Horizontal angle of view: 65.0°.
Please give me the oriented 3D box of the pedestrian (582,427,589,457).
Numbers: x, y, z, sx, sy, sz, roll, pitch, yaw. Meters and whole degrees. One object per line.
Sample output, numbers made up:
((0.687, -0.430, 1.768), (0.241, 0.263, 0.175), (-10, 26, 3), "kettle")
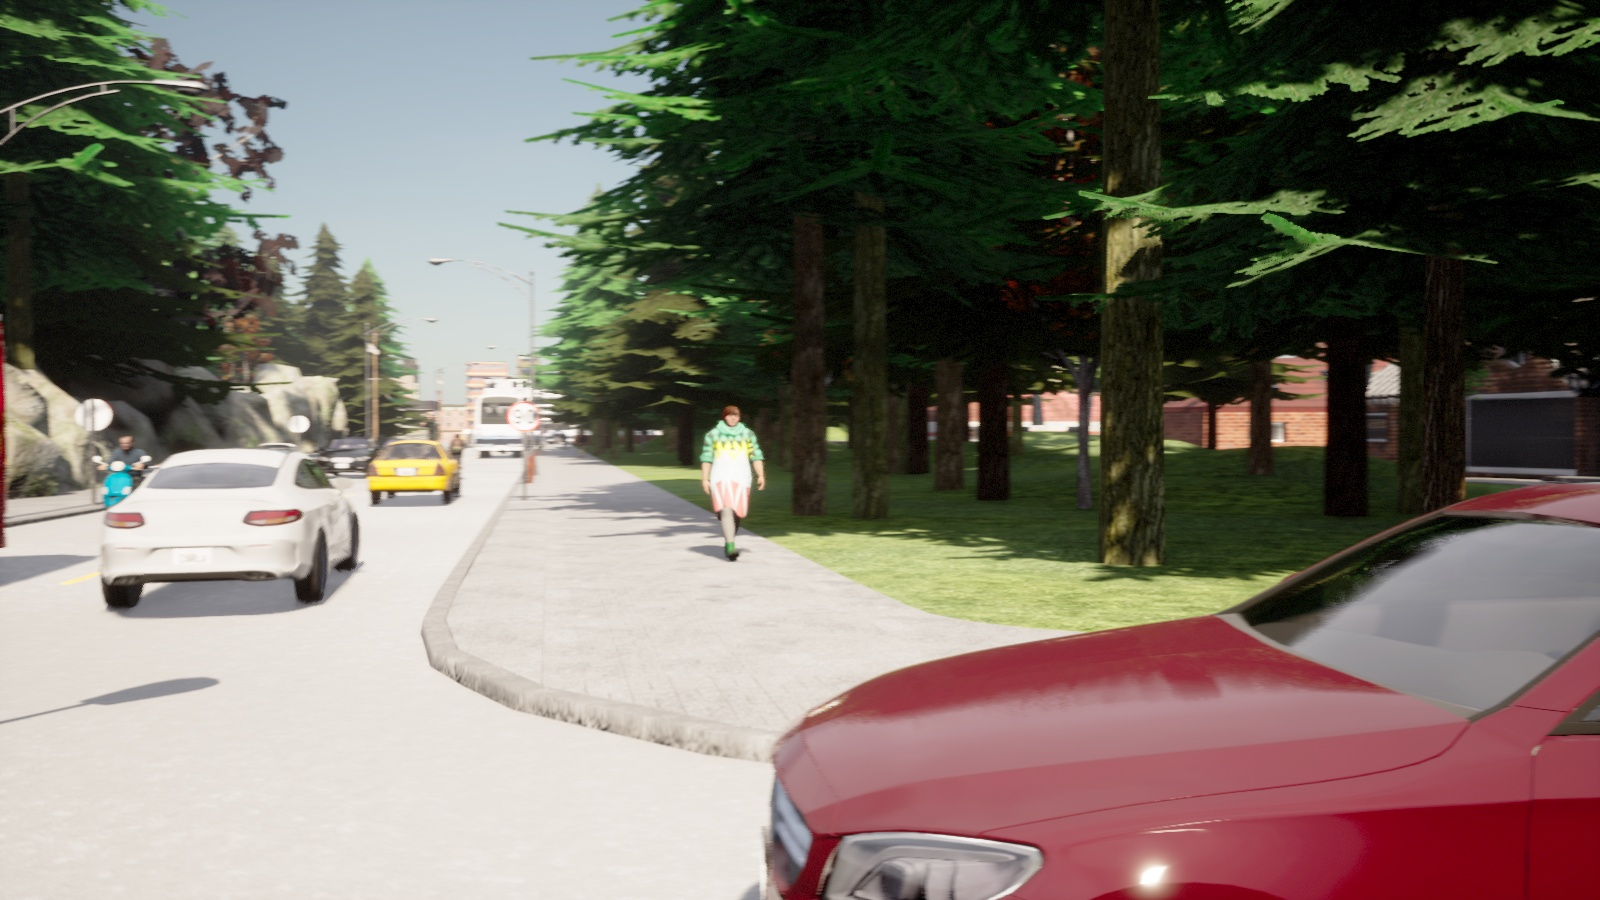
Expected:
((-13.288, -0.520, 77.794), (0.431, 1.840, 0.703), (0, 1, -13), "pedestrian")

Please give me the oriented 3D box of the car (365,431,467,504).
((-9.017, 0.340, 29.877), (1.801, 1.575, 5.366), (0, 1, -11), "car")

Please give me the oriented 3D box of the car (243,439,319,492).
((-13.826, 0.388, 33.530), (1.481, 1.376, 2.207), (0, 1, -11), "car")

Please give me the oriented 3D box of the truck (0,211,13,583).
((-8.790, -0.492, 8.797), (2.891, 3.827, 8.468), (0, 1, -13), "truck")

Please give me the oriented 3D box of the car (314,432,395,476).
((-16.430, 0.110, 46.571), (2.128, 1.511, 4.902), (0, 1, -11), "car")

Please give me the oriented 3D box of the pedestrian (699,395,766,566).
((-0.808, 0.344, 14.785), (0.659, 1.952, 0.873), (0, 1, -11), "pedestrian")

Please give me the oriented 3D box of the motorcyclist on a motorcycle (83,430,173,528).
((-11.396, 0.453, 21.363), (0.866, 1.590, 1.817), (0, 1, -11), "motorcyclist on a motorcycle")

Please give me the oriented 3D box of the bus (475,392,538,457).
((-20.546, -1.777, 88.421), (3.944, 4.253, 10.273), (0, 1, -11), "bus")

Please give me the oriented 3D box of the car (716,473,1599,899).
((2.163, 0.822, 3.263), (4.674, 1.442, 1.812), (0, 1, -1), "car")

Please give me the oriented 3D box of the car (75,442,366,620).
((-5.657, 0.661, 12.880), (1.812, 1.442, 4.674), (0, 1, -13), "car")
